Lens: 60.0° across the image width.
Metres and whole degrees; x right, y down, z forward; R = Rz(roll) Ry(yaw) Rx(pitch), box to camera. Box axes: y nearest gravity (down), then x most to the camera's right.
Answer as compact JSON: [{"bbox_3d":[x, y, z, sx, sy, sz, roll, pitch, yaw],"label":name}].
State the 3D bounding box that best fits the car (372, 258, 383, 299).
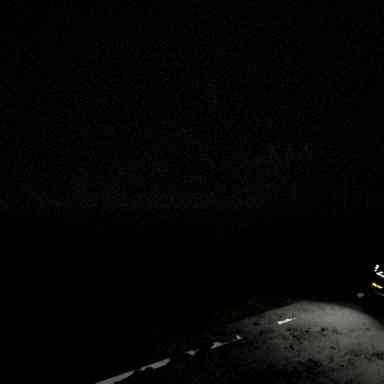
[{"bbox_3d":[5.814,1.515,7.232,4.892,1.490,1.837,0,0,-36],"label":"car"}]
